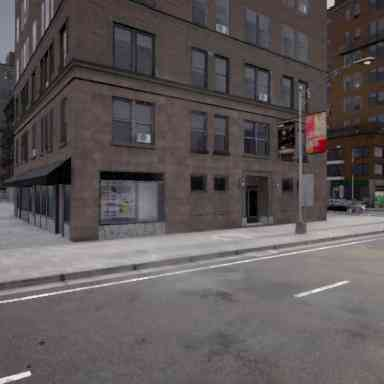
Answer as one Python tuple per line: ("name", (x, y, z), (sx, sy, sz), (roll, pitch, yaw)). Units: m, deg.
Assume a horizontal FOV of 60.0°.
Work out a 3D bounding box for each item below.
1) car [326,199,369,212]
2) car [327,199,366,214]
("car", (18.713, 1.580, 40.134), (1.947, 1.339, 4.313), (0, 0, -35))
("car", (15.641, 1.485, 34.974), (2.128, 1.511, 4.902), (0, 0, -35))
